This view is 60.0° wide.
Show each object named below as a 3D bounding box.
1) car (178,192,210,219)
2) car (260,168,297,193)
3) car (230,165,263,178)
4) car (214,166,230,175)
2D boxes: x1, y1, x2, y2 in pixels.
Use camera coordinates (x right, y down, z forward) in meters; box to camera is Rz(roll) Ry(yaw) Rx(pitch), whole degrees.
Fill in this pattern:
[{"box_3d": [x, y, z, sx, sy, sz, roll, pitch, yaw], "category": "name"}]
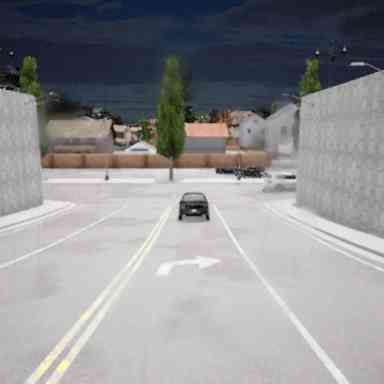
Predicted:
[{"box_3d": [0.117, 0.742, 21.496, 1.882, 1.535, 5.008, 0, 4, 0], "category": "car"}, {"box_3d": [10.544, -1.078, 35.417, 5.566, 2.045, 2.150, -1, 10, -2], "category": "car"}, {"box_3d": [8.165, -2.943, 46.722, 4.553, 1.767, 2.097, 0, 10, -1], "category": "car"}, {"box_3d": [5.737, -3.297, 50.170, 4.718, 1.301, 1.895, 0, 10, -1], "category": "car"}]
